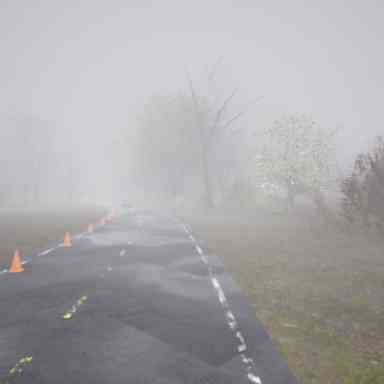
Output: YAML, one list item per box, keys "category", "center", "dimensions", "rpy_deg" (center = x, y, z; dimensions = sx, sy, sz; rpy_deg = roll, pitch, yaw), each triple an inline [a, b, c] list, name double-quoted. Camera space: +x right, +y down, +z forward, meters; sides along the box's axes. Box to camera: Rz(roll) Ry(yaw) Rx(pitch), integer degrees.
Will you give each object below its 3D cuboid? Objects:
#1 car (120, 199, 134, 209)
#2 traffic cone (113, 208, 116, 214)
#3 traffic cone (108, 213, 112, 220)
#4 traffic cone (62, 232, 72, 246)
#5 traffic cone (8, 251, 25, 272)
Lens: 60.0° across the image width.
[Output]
- category: "car"
  center: [-10.493, 1.877, 53.277]
  dimensions: [1.837, 1.490, 4.892]
  rpy_deg: [0, 0, -17]
- category: "traffic cone"
  center: [-8.145, 2.200, 34.271]
  dimensions: [0.340, 0.580, 0.340]
  rpy_deg: [0, 0, -11]
- category: "traffic cone"
  center: [-7.300, 2.167, 29.414]
  dimensions: [0.340, 0.580, 0.340]
  rpy_deg: [0, 0, -9]
- category: "traffic cone"
  center: [-5.520, 2.068, 14.735]
  dimensions: [0.340, 0.580, 0.340]
  rpy_deg: [0, 0, -5]
- category: "traffic cone"
  center: [-5.180, 2.034, 9.817]
  dimensions: [0.340, 0.580, 0.340]
  rpy_deg: [0, 0, -3]
